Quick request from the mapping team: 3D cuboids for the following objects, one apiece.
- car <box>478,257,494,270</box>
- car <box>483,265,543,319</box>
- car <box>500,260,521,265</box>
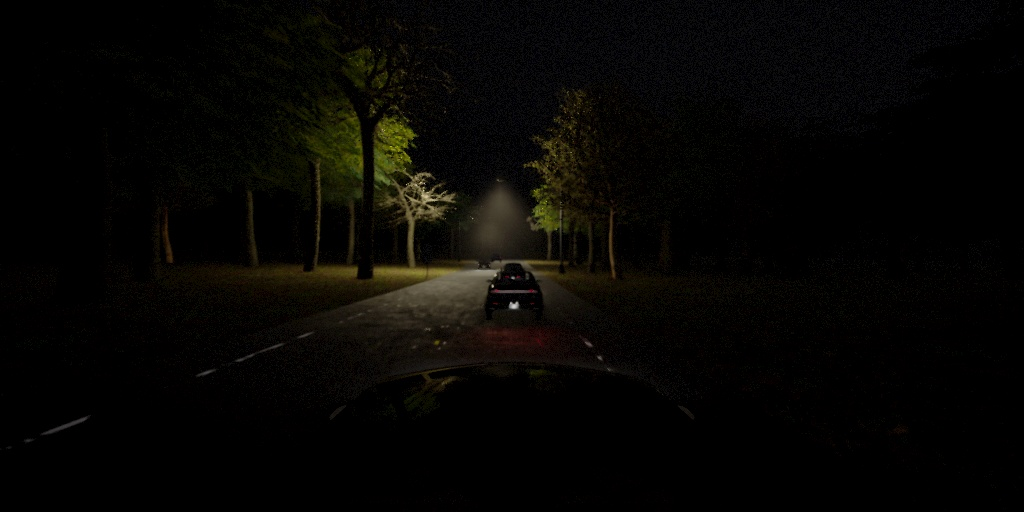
[{"bbox_3d":[-3.899,1.139,51.032,1.837,1.490,4.892,0,1,-3],"label":"car"},{"bbox_3d":[0.073,1.266,12.950,2.128,1.511,4.902,0,0,0],"label":"car"},{"bbox_3d":[0.072,1.274,28.096,1.837,1.490,4.892,0,1,0],"label":"car"}]
